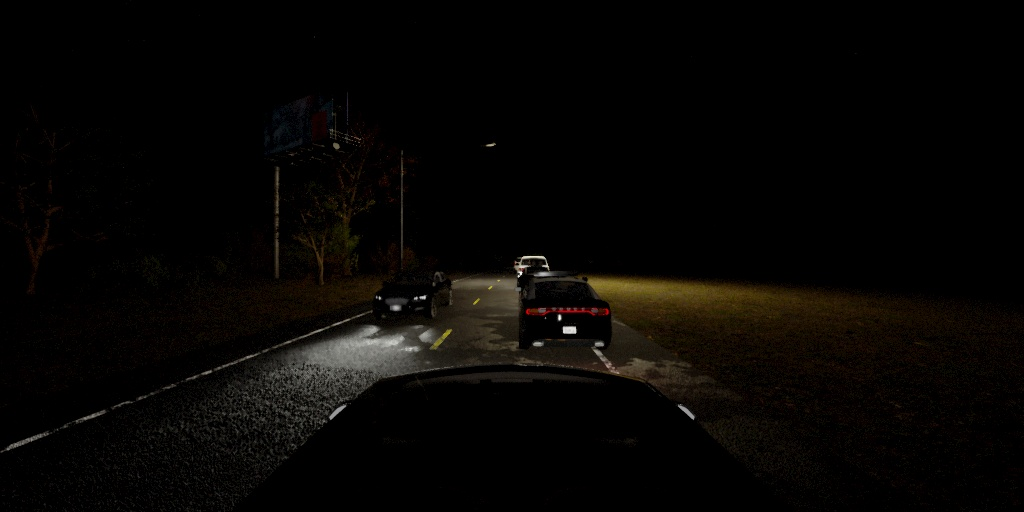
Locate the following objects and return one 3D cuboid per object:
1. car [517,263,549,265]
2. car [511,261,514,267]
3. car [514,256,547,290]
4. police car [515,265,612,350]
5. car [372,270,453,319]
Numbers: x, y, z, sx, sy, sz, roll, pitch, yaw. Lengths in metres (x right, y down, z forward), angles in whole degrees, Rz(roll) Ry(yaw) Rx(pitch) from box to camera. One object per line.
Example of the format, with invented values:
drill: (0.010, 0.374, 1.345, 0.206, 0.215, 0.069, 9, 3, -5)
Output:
car: (1.289, 1.296, 19.122, 1.837, 1.490, 4.892, 0, 0, 1)
car: (1.427, 1.202, 46.476, 2.150, 2.045, 5.566, 0, 0, 4)
car: (1.463, 1.044, 25.131, 2.150, 2.045, 5.566, 0, 0, 2)
police car: (1.105, 1.184, 9.266, 1.930, 1.638, 5.238, 0, 0, 1)
car: (-3.356, 1.260, 12.934, 2.128, 1.511, 4.902, 0, 0, 1)
